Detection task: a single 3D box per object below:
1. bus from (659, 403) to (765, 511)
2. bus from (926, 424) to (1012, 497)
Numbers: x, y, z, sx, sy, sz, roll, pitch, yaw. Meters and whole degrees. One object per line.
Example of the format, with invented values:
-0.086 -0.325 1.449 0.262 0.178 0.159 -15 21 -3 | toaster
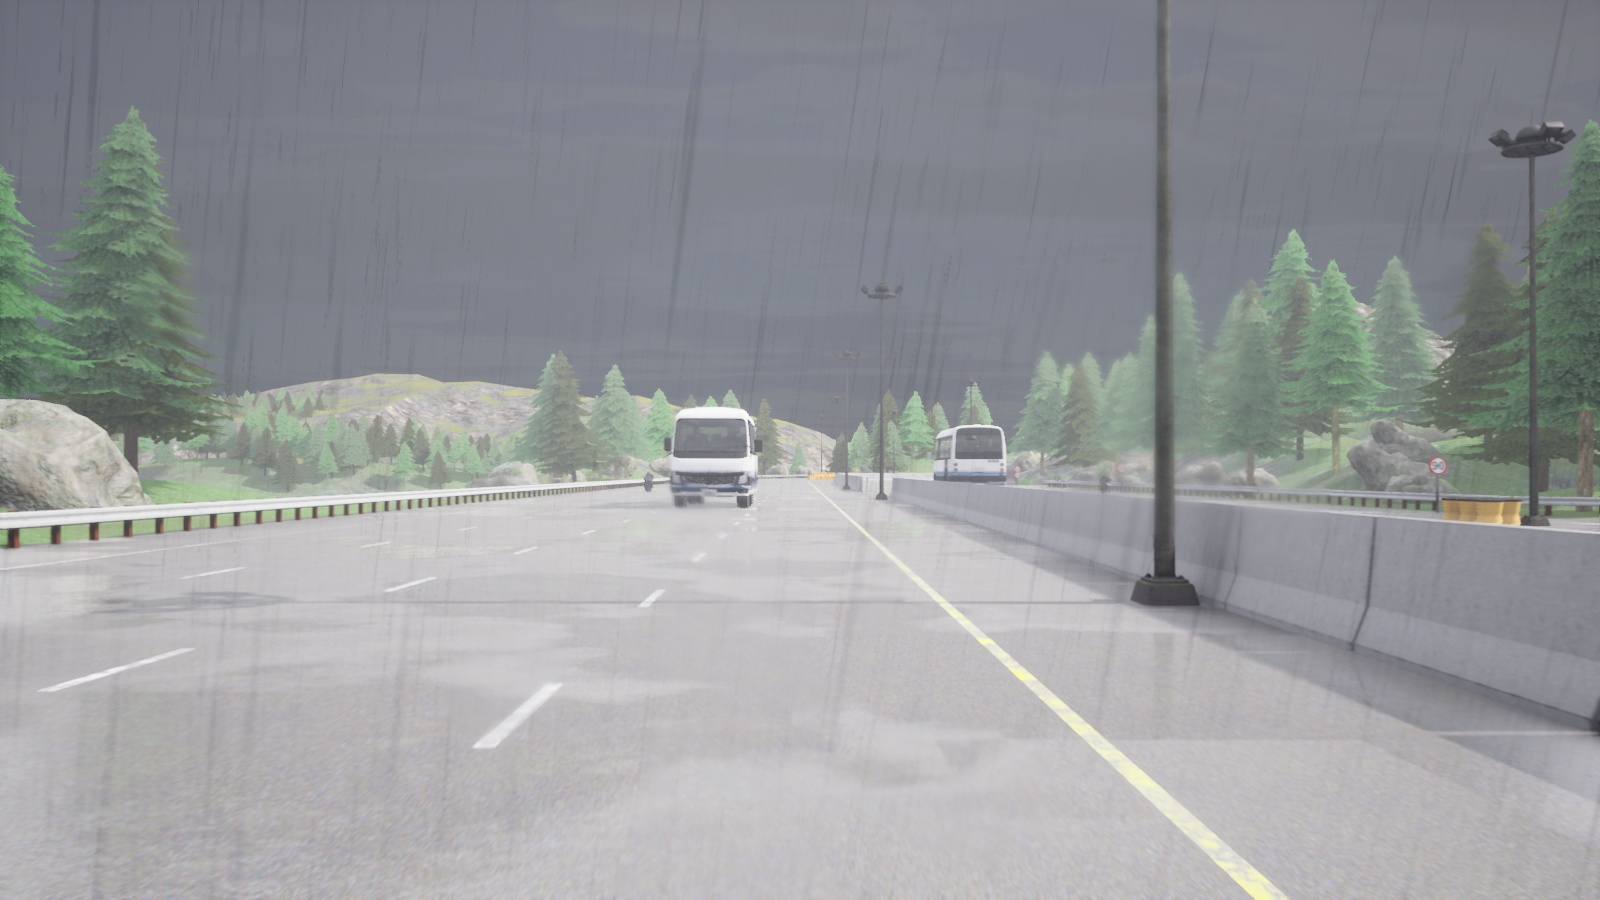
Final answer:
-3.634 0.371 54.886 3.944 4.253 10.273 0 -1 0 | bus
10.312 0.702 77.998 3.944 4.253 10.273 0 -1 0 | bus
